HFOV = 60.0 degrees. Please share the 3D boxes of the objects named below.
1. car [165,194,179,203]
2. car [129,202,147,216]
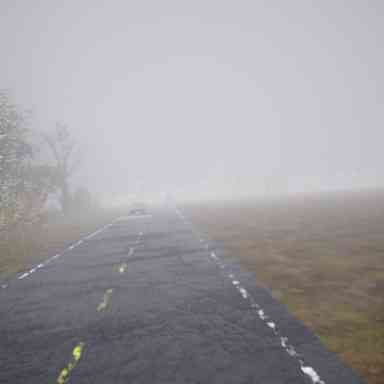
[{"bbox_3d":[-5.088,1.440,79.664,2.150,2.045,5.566,-4,0,3],"label":"car"},{"bbox_3d":[-6.279,1.904,39.180,2.033,1.411,5.357,-4,0,-5],"label":"car"}]
